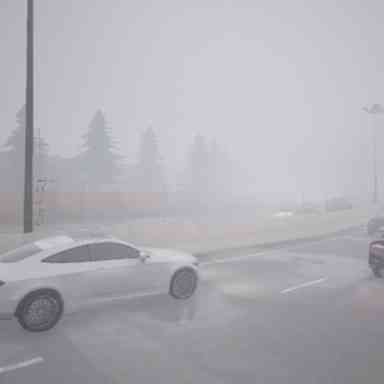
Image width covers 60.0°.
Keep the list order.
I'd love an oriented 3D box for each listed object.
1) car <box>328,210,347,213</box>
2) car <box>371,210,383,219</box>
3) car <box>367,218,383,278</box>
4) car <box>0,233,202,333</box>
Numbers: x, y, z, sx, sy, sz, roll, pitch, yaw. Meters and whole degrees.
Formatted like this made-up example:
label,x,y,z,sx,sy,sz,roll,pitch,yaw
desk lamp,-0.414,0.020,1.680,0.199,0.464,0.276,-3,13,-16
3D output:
label,x,y,z,sx,sy,sz,roll,pitch,yaw
car,16.701,1.638,37.496,2.150,2.045,5.566,0,0,33
car,11.532,1.754,19.116,1.812,1.442,4.674,0,-1,43
car,6.749,1.610,9.512,4.902,1.511,2.128,1,-1,-42
car,-1.943,1.580,6.873,4.674,1.442,1.812,1,-1,-37
